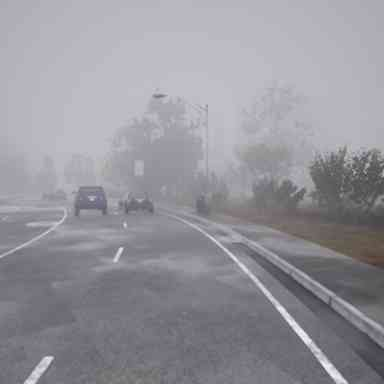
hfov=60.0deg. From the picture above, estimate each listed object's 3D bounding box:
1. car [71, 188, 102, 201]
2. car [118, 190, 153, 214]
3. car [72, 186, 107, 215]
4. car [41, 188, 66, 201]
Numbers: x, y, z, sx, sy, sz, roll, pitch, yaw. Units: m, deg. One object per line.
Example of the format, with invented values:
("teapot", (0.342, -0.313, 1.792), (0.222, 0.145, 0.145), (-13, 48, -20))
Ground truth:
("car", (-13.459, 0.325, 42.213), (2.128, 1.511, 4.902), (0, 1, -37))
("car", (-4.487, 0.654, 26.040), (2.097, 1.767, 4.553), (0, 2, -20))
("car", (-7.664, 0.532, 24.853), (2.150, 2.045, 5.566), (0, 2, -20))
("car", (-17.269, 0.296, 41.438), (2.128, 1.511, 4.902), (0, 1, -39))
